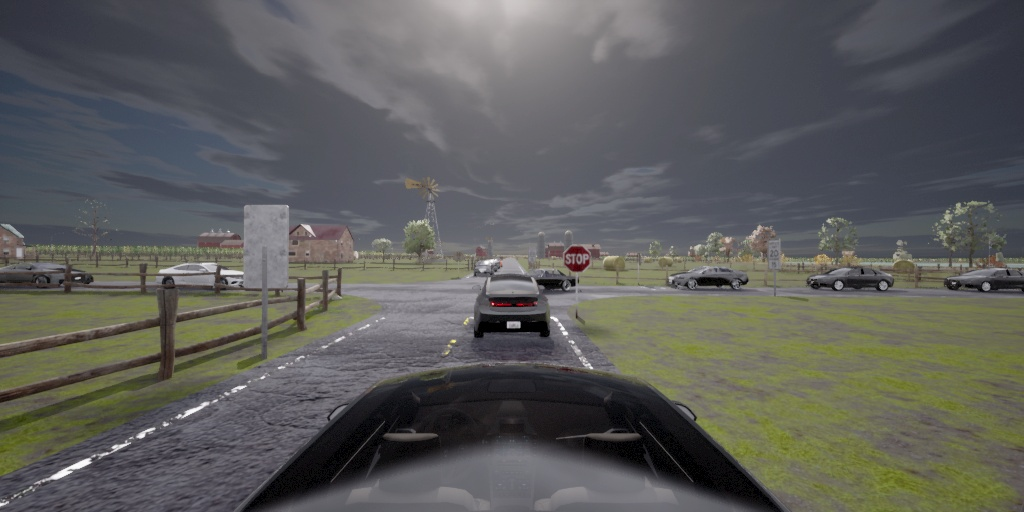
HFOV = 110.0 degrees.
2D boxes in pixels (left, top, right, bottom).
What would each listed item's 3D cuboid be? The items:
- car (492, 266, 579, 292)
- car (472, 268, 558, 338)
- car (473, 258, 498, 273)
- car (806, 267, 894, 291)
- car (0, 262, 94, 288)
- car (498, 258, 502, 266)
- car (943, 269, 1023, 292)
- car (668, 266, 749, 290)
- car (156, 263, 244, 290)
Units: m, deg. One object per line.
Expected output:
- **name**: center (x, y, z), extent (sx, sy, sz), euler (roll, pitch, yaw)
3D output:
- **car**: center (1.507, 1.369, 20.284), extent (4.718, 1.301, 1.895), euler (1, 0, -35)
- **car**: center (-0.070, 1.256, 10.239), extent (1.837, 1.490, 4.892), euler (0, 0, -3)
- **car**: center (-2.843, 1.243, 36.927), extent (2.128, 1.511, 4.902), euler (0, 0, 0)
- **car**: center (22.209, 1.499, 23.674), extent (4.892, 1.490, 1.837), euler (1, -1, -1)
- **car**: center (-26.356, 1.048, 20.086), extent (4.181, 1.385, 1.994), euler (1, -1, -1)
- **car**: center (-2.832, 1.241, 46.373), extent (2.128, 1.511, 4.902), euler (0, 0, 0)
- **car**: center (31.712, 1.587, 23.791), extent (4.892, 1.490, 1.837), euler (1, -1, -1)
- **car**: center (12.808, 1.397, 23.508), extent (4.902, 1.511, 2.128), euler (1, -1, -2)
- **car**: center (-17.236, 1.103, 20.204), extent (4.674, 1.442, 1.812), euler (1, -1, -1)
